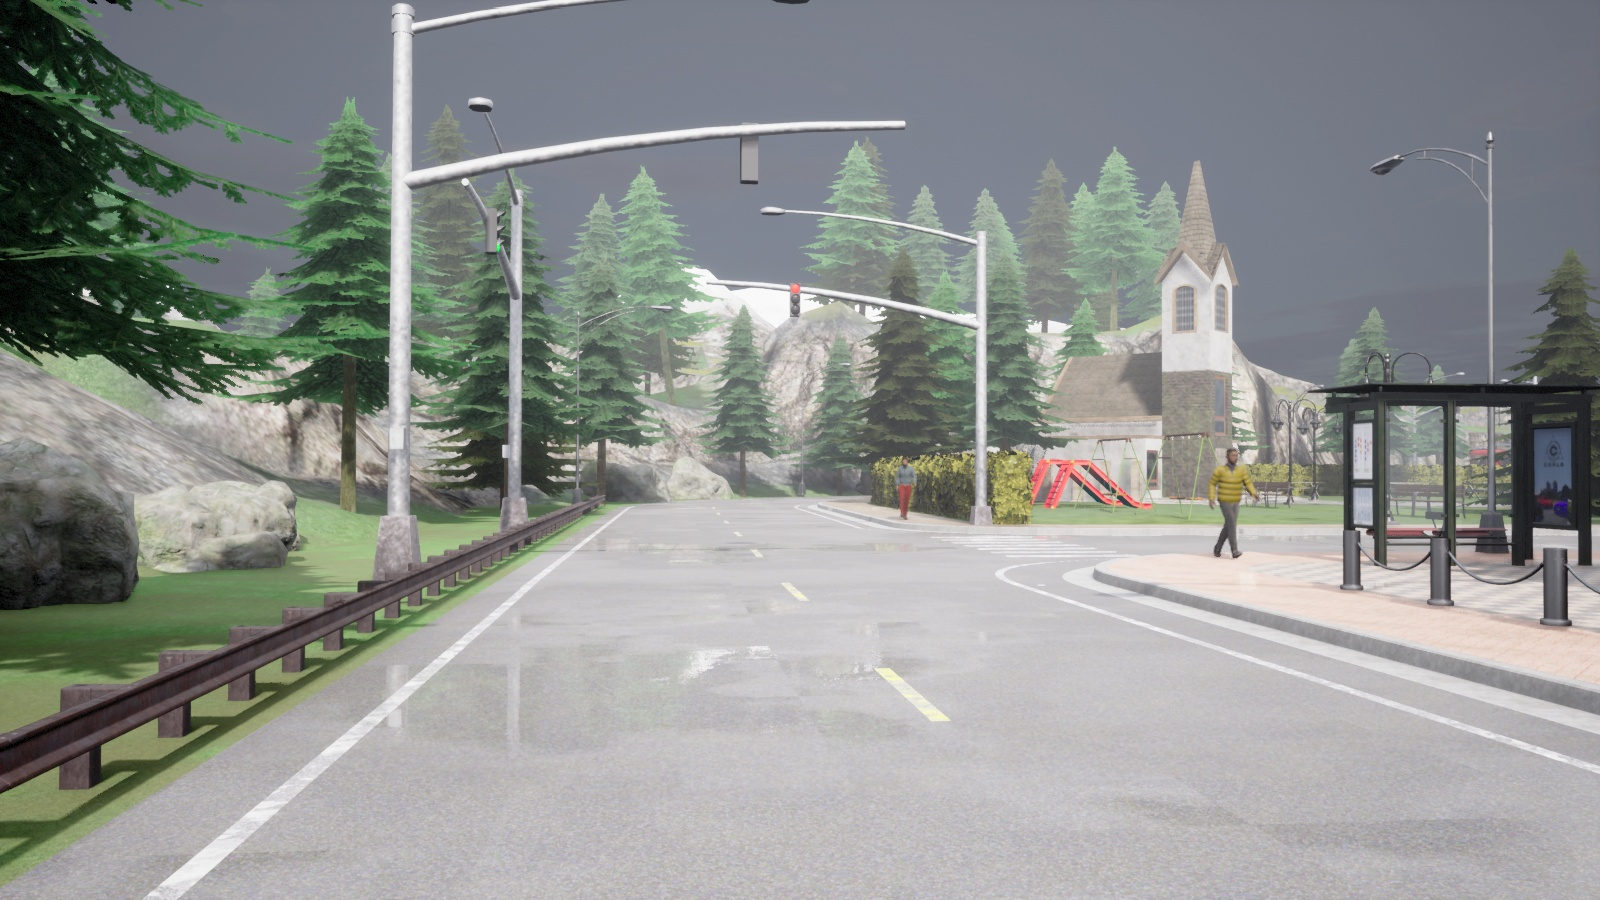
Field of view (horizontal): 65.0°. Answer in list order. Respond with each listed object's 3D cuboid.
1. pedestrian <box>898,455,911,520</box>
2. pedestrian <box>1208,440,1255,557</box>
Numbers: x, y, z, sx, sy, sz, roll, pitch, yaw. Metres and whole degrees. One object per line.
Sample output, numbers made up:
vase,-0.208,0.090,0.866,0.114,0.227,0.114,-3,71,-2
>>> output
pedestrian,3.001,1.058,35.962,0.353,1.847,0.614,0,-1,7
pedestrian,6.941,0.770,20.204,0.431,1.840,0.709,0,-1,-7
